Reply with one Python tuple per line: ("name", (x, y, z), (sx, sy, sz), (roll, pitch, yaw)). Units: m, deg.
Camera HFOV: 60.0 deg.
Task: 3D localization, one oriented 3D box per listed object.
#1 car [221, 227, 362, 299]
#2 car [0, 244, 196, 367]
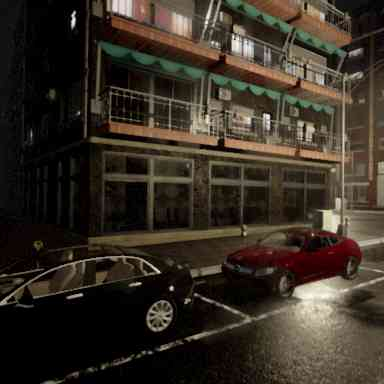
("car", (2.649, 1.582, 8.393), (4.206, 1.307, 1.802), (0, 1, -35))
("car", (-1.978, 1.551, 5.090), (4.403, 1.369, 2.008), (0, 1, -35))
